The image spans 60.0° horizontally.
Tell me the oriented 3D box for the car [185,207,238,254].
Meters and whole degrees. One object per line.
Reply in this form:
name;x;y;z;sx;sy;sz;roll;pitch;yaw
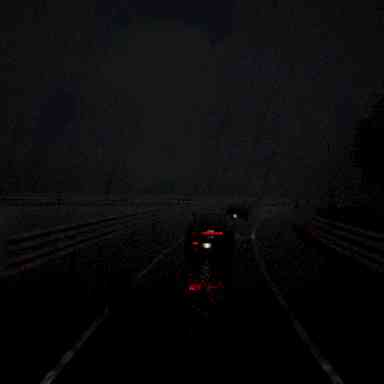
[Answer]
car;0.876;1.602;13.991;1.837;1.490;4.892;0;0;8

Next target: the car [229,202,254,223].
car;4.100;1.601;28.342;1.837;1.490;4.892;-1;0;18
